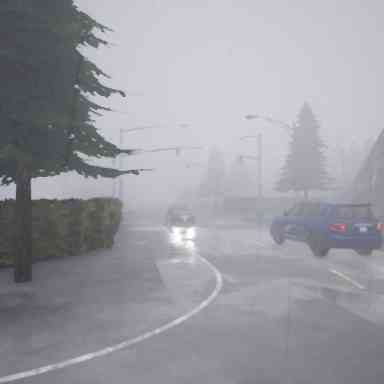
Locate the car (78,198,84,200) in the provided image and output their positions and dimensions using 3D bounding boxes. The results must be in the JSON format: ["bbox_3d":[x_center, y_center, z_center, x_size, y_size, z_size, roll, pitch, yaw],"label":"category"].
[{"bbox_3d":[-24.888,2.135,74.002,1.845,1.501,3.633,0,-1,-11],"label":"car"}]

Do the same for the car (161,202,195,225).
[{"bbox_3d":[-1.010,1.798,27.230,2.128,1.511,4.902,0,-1,-11],"label":"car"}]

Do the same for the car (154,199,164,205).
[{"bbox_3d":[-7.418,2.303,75.708,1.812,1.442,4.674,0,-1,-12],"label":"car"}]

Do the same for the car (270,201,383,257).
[{"bbox_3d":[5.303,1.390,13.965,2.150,2.045,5.566,0,-1,-12],"label":"car"}]

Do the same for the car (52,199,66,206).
[{"bbox_3d":[-26.387,2.053,66.148,1.970,1.475,3.806,0,-1,-11],"label":"car"}]

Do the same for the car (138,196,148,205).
[{"bbox_3d":[-11.670,2.068,79.009,2.150,2.045,5.566,0,-1,-12],"label":"car"}]
